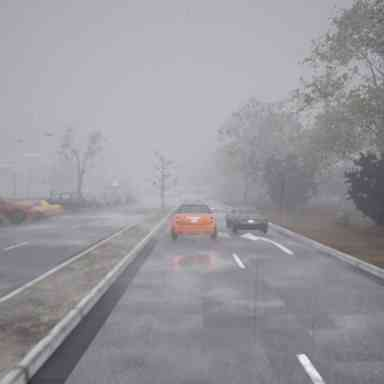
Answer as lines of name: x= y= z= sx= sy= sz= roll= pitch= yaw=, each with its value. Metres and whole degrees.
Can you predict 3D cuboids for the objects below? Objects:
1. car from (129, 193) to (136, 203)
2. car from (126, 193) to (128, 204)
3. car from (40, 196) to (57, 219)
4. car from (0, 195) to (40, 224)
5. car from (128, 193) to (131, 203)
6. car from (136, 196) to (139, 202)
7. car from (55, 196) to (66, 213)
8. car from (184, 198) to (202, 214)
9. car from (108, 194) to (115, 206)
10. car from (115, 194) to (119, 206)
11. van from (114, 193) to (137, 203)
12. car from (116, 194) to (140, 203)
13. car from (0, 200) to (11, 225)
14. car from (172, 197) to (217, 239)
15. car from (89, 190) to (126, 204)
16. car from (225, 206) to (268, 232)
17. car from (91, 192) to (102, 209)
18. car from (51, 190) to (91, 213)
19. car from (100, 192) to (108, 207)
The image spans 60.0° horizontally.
car: x=-13.796 y=1.182 z=61.752 sx=5.566 sy=2.045 sz=2.435 roll=-1 pitch=0 yaw=-20
car: x=-13.965 y=1.414 z=55.688 sx=5.366 sy=1.575 sz=1.946 roll=-1 pitch=0 yaw=-20
car: x=-13.639 y=1.400 z=25.810 sx=5.366 sy=1.575 sz=1.946 roll=-1 pitch=0 yaw=-20
car: x=-13.794 y=1.167 z=22.757 sx=5.566 sy=2.045 sz=2.435 roll=-1 pitch=0 yaw=-20
car: x=-13.776 y=1.464 z=58.755 sx=4.674 sy=1.452 sz=2.002 roll=-1 pitch=0 yaw=-20
car: x=-13.724 y=1.190 z=64.788 sx=5.566 sy=2.045 sz=2.435 roll=-1 pitch=0 yaw=-20
car: x=-13.984 y=1.397 z=28.677 sx=5.366 sy=1.575 sz=1.946 roll=-1 pitch=0 yaw=-20
car: x=0.099 y=1.397 z=35.471 sx=1.837 sy=1.490 sz=4.892 roll=0 pitch=0 yaw=0
car: x=-13.808 y=1.393 z=46.750 sx=4.892 sy=1.521 sz=2.231 roll=-1 pitch=0 yaw=-20
car: x=-13.824 y=1.428 z=49.734 sx=4.792 sy=1.488 sz=2.163 roll=-1 pitch=0 yaw=-20
van: x=-13.609 y=1.224 z=67.824 sx=4.442 sy=1.987 sz=1.878 roll=-1 pitch=0 yaw=-19
car: x=-13.635 y=1.334 z=70.802 sx=4.553 sy=1.767 sz=2.185 roll=-1 pitch=0 yaw=-19
car: x=-13.790 y=1.460 z=19.755 sx=4.792 sy=1.488 sz=2.163 roll=-1 pitch=0 yaw=-20
car: x=0.100 y=1.304 z=17.131 sx=2.097 sy=1.767 sz=4.553 roll=0 pitch=0 yaw=0
car: x=-13.824 y=1.156 z=52.738 sx=5.566 sy=2.045 sz=2.435 roll=-1 pitch=0 yaw=-20
car: x=3.100 y=1.504 z=19.490 sx=1.994 sy=1.385 sz=4.181 roll=0 pitch=0 yaw=0
car: x=-13.775 y=1.257 z=40.754 sx=4.553 sy=1.767 sz=2.185 roll=-1 pitch=0 yaw=-20
car: x=-13.835 y=1.134 z=34.727 sx=5.566 sy=2.045 sz=2.435 roll=-1 pitch=0 yaw=-20
car: x=-13.836 y=1.262 z=43.740 sx=4.553 sy=1.767 sz=2.185 roll=-1 pitch=0 yaw=-20
